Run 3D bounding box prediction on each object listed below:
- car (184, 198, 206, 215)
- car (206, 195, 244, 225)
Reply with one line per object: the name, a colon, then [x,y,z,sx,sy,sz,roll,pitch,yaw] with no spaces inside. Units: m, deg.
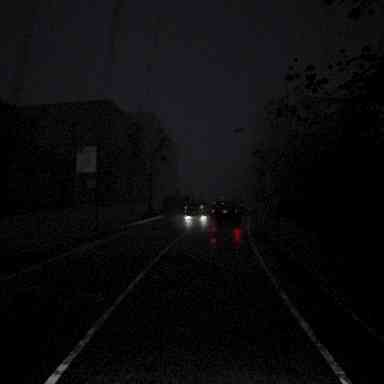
car: [0.542,1.432,34.514,2.097,1.767,4.553,-1,0,11]
car: [2.550,1.363,24.542,2.097,1.767,4.553,-1,0,9]
